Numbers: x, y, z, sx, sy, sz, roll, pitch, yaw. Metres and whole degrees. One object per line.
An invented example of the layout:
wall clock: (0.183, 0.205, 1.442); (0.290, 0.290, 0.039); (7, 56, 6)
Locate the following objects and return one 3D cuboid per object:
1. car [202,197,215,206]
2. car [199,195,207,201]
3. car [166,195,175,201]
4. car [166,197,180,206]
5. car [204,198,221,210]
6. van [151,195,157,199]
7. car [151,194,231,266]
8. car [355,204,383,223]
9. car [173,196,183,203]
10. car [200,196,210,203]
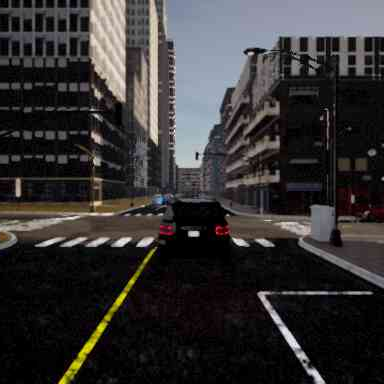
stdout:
car: (2.698, 1.533, 54.254); (1.887, 1.381, 4.507); (0, 0, 0)
car: (2.703, 1.535, 82.524); (1.887, 1.381, 4.507); (0, 0, 0)
car: (-5.675, 1.542, 88.181); (2.008, 1.369, 4.403); (0, 0, 0)
car: (-3.058, 1.536, 54.913); (2.033, 1.411, 5.357); (0, 0, 0)
car: (2.697, 1.555, 44.287); (1.947, 1.339, 4.313); (0, 0, 0)
van: (-5.683, 1.330, 54.255); (1.690, 1.788, 3.998); (0, 0, 0)
car: (0.111, 1.217, 11.643); (2.150, 2.045, 5.566); (0, 0, 1)
car: (16.033, 1.749, 28.092); (4.097, 1.590, 1.967); (1, -1, -1)
car: (-2.986, 1.580, 70.487); (1.895, 1.301, 4.718); (0, 0, 0)
car: (2.701, 1.540, 71.217); (2.008, 1.369, 4.403); (0, 0, 0)
